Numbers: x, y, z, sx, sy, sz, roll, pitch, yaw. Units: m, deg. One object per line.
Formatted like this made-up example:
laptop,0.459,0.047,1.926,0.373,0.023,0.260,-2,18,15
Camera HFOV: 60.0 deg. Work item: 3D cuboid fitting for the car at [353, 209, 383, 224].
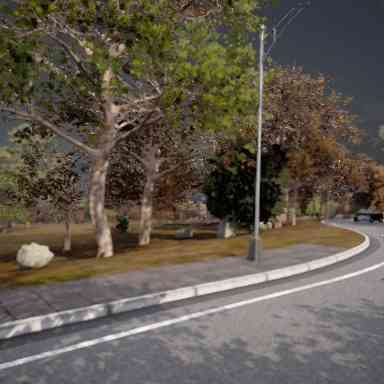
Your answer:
car,19.680,2.692,37.066,4.902,1.511,2.128,4,-2,-43
